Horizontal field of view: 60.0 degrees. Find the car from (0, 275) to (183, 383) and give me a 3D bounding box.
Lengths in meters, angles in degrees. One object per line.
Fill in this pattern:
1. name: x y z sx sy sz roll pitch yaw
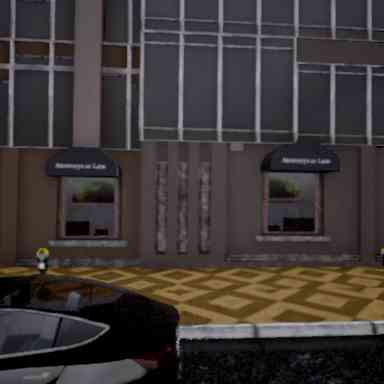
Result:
1. car: -2.226 1.612 3.361 4.313 1.339 1.947 0 0 -4
